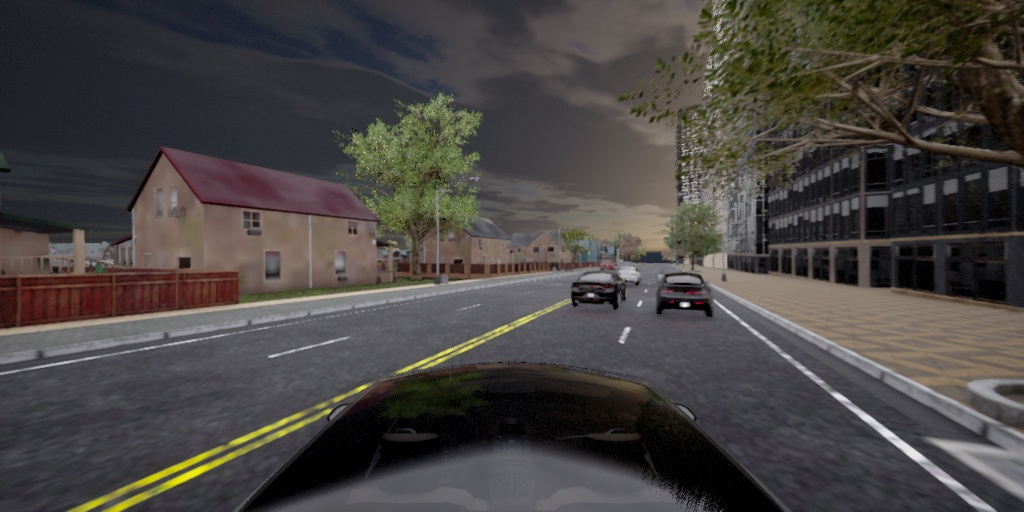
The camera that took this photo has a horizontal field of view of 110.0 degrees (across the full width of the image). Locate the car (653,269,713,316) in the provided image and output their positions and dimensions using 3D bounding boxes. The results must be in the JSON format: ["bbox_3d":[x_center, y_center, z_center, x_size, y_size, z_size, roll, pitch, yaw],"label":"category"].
[{"bbox_3d":[6.742,1.389,14.269,1.837,1.490,4.892,0,0,23],"label":"car"}]

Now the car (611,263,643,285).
[{"bbox_3d":[9.637,1.583,29.740,1.812,1.442,4.674,0,-1,23],"label":"car"}]

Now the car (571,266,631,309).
[{"bbox_3d":[4.022,1.382,16.181,1.882,1.535,5.008,0,0,23],"label":"car"}]

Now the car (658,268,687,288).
[{"bbox_3d":[12.381,1.636,27.885,1.895,1.301,4.718,0,-1,23],"label":"car"}]
